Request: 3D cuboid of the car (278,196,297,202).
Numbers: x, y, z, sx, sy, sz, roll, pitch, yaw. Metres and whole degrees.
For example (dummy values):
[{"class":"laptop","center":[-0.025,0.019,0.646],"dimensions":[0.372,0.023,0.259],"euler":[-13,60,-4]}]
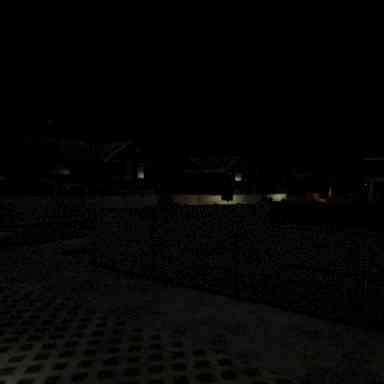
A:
[{"class":"car","center":[13.709,1.297,47.076],"dimensions":[1.994,1.385,4.181],"euler":[1,1,36]}]
